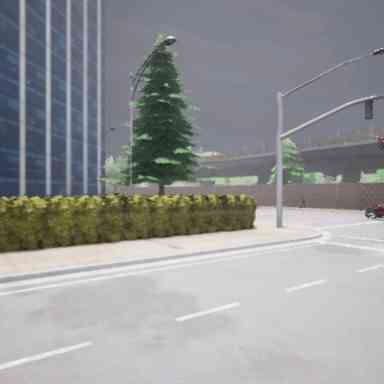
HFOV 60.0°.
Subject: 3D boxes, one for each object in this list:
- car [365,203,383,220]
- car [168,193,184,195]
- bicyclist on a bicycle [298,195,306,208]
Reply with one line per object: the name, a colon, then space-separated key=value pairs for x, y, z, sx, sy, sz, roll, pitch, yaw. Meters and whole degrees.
car: x=15.424 y=1.301 z=24.979 sx=2.097 sy=1.767 sz=4.553 roll=0 pitch=1 yaw=-21
car: x=-3.285 y=1.145 z=58.011 sx=2.150 sy=2.045 sz=5.566 roll=0 pitch=0 yaw=-35
bicyclist on a bicycle: x=13.552 y=1.223 z=40.949 sx=1.656 sy=1.620 sz=0.582 roll=0 pitch=0 yaw=-35
